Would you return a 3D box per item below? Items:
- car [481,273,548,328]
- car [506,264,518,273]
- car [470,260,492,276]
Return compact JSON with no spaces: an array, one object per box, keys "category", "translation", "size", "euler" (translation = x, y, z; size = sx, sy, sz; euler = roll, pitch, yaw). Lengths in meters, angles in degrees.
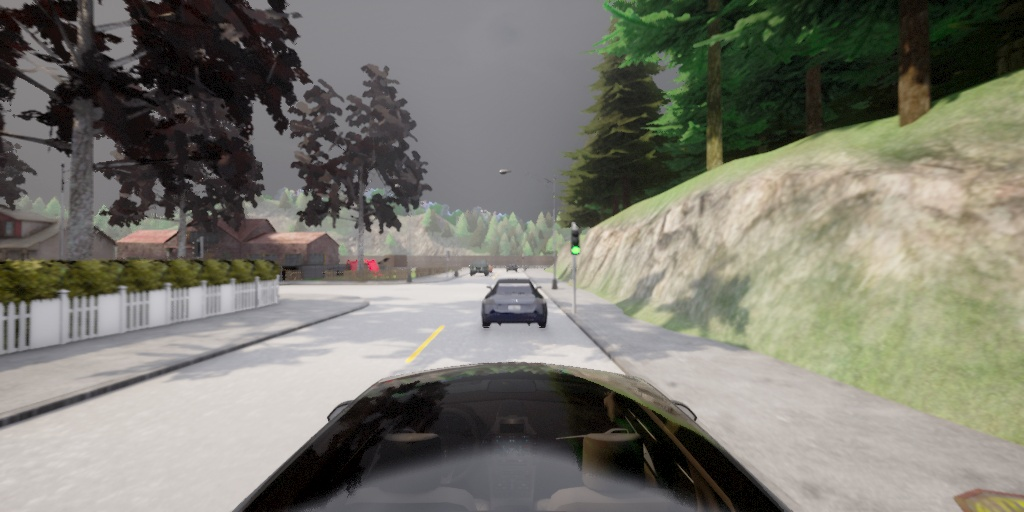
[{"category":"car","translation":[0.074,1.446,12.025],"size":[1.994,1.385,4.181],"euler":[0,-1,0]},{"category":"car","translation":[0.017,2.006,60.156],"size":[1.837,1.490,4.892],"euler":[0,-1,0]},{"category":"car","translation":[-4.162,1.550,46.676],"size":[2.150,2.045,5.566],"euler":[0,-1,0]}]
